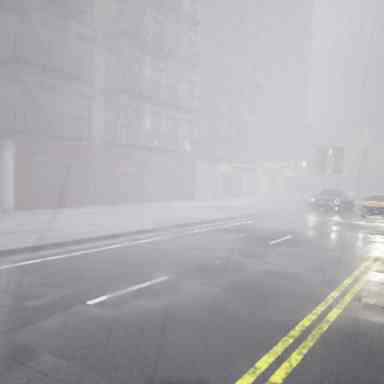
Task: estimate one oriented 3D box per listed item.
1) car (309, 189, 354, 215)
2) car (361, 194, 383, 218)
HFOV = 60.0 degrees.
[{"bbox_3d":[10.073,0.553,23.860,2.097,1.767,4.553,4,3,38],"label":"car"},{"bbox_3d":[12.390,0.859,21.561,1.882,1.535,5.008,4,3,37],"label":"car"}]
